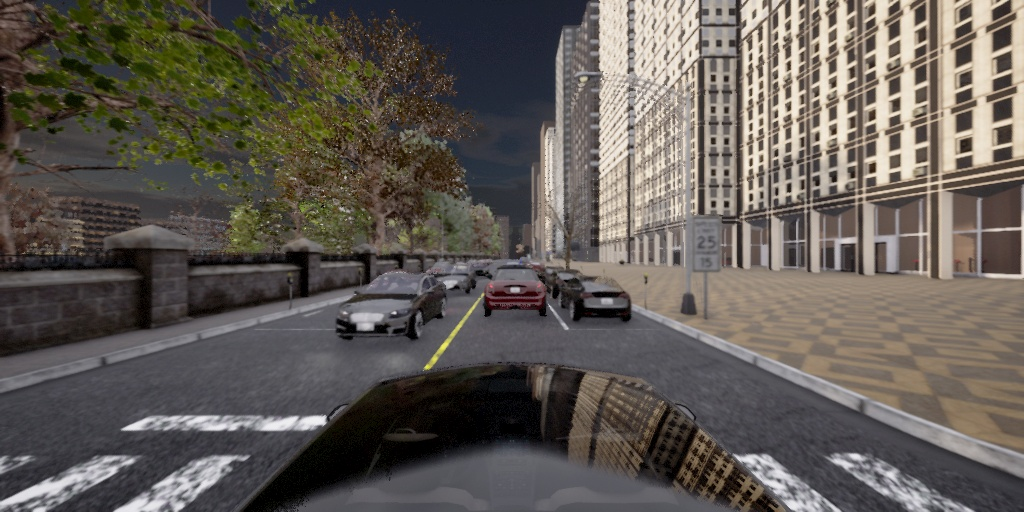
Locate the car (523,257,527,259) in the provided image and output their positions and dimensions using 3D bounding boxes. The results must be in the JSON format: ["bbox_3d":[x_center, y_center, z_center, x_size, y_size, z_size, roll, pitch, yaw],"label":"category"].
[{"bbox_3d":[2.694,1.219,46.029,1.967,1.591,4.097,0,0,0],"label":"car"}]

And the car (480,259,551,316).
[{"bbox_3d":[0.102,1.106,13.589,2.097,1.767,4.553,0,0,0],"label":"car"}]

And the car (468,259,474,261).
[{"bbox_3d":[-5.687,1.298,40.228,1.751,1.417,4.829,0,0,0],"label":"car"}]

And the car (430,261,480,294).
[{"bbox_3d":[-3.084,1.249,20.490,2.128,1.511,4.902,0,0,0],"label":"car"}]

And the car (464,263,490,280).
[{"bbox_3d":[-3.062,1.367,32.607,1.895,1.301,4.718,0,0,0],"label":"car"}]

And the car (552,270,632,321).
[{"bbox_3d":[2.690,1.319,12.235,1.948,1.339,4.313,0,0,0],"label":"car"}]

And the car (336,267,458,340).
[{"bbox_3d":[-3.084,1.244,10.093,2.128,1.511,4.902,0,0,1],"label":"car"}]

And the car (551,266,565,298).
[{"bbox_3d":[2.690,1.322,17.867,1.948,1.339,4.313,0,0,0],"label":"car"}]
